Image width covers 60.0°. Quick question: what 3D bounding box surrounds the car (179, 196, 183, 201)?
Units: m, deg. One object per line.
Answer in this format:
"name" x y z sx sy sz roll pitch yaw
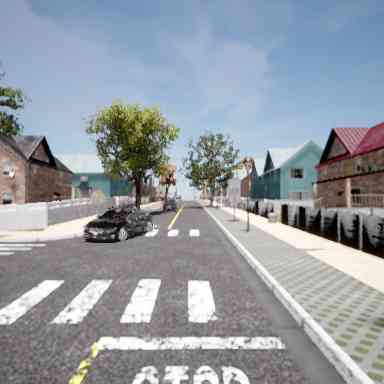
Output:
"car" -2.943 1.666 70.139 1.812 1.442 4.674 0 -1 0

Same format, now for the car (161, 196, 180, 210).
"car" -2.870 1.668 43.955 1.837 1.490 4.892 0 0 0

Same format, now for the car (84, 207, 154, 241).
"car" -3.616 1.591 17.366 1.837 1.490 4.892 4 2 18
